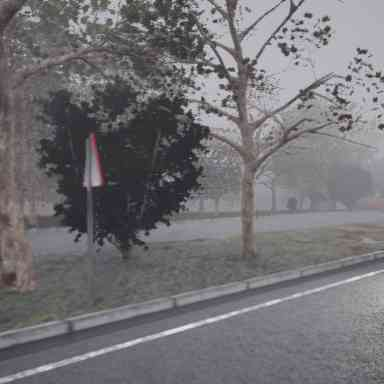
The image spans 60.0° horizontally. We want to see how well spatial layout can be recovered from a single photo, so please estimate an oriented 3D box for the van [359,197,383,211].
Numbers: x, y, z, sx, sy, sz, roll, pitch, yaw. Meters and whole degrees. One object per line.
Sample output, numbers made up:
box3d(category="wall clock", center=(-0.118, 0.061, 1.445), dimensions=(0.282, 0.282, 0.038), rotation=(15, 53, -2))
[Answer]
box3d(category="van", center=(25.947, 1.652, 46.989), dimensions=(1.878, 1.987, 4.442), rotation=(2, -1, -35))
